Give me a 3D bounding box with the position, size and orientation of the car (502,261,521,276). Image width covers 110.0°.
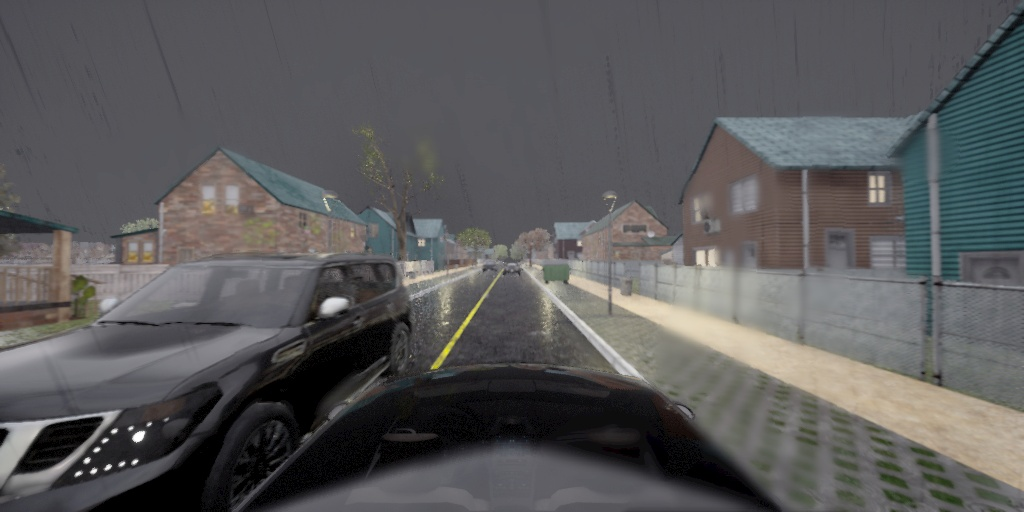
[{"bbox_3d":[0.021,1.335,39.039,1.812,1.442,4.674,0,0,1],"label":"car"}]

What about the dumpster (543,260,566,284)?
[{"bbox_3d":[2.994,1.174,25.413,1.020,1.700,1.940,0,0,0],"label":"dumpster"}]

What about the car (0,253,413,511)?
[{"bbox_3d":[-2.852,0.972,4.353,2.150,2.045,5.566,0,0,0],"label":"car"}]

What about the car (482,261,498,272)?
[{"bbox_3d":[-2.856,1.380,46.892,2.033,1.411,5.357,0,0,0],"label":"car"}]
